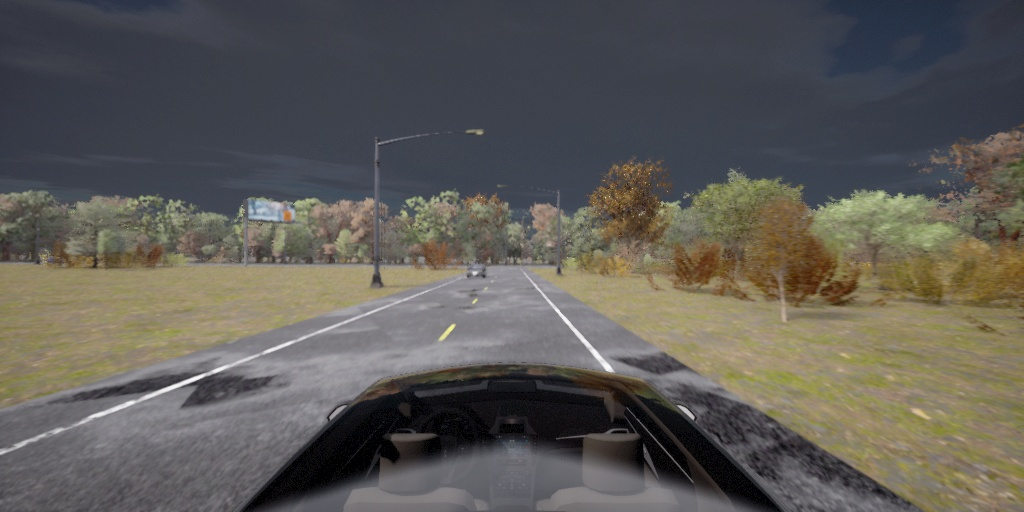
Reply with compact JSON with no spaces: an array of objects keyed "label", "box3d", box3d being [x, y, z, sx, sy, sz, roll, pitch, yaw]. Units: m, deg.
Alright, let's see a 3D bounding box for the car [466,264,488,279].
[{"label":"car","box3d":[-3.587,1.547,37.209,2.128,1.511,4.902,0,0,0]}]
